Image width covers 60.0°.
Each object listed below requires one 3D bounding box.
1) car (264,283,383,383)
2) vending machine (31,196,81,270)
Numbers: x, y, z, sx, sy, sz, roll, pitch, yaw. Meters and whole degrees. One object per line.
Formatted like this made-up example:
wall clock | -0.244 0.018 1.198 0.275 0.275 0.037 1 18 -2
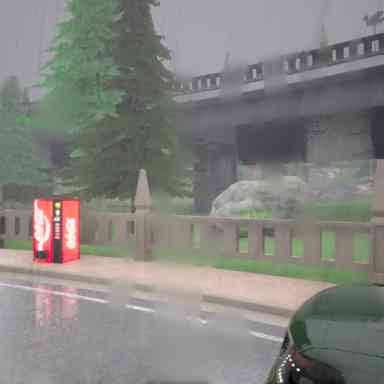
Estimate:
car | 3.128 1.224 1.500 5.566 2.045 2.150 0 0 36
vending machine | -4.150 1.195 10.209 0.880 2.100 1.100 0 0 22
